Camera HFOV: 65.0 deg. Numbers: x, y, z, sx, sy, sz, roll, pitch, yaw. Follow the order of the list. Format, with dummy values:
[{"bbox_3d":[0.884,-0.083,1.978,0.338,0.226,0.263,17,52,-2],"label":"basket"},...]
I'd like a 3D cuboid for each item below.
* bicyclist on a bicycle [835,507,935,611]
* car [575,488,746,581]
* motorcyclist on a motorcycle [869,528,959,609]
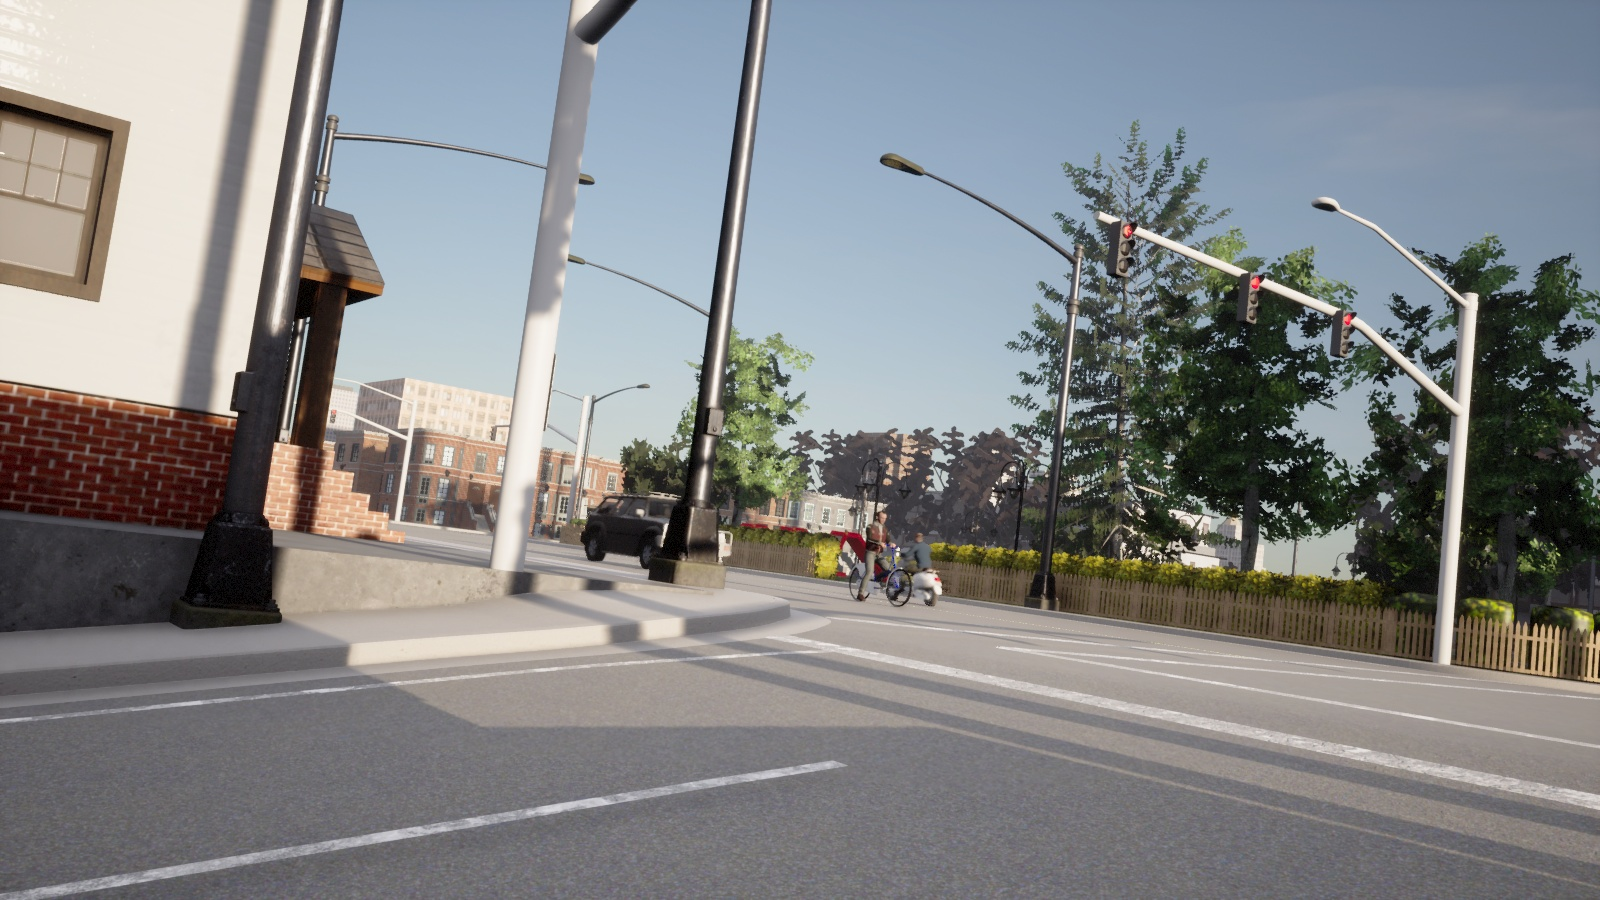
[{"bbox_3d":[1.567,2.015,23.498,0.659,1.776,1.843,10,-7,-35],"label":"bicyclist on a bicycle"},{"bbox_3d":[-3.488,2.007,30.630,1.932,1.855,4.605,10,-6,-35],"label":"car"},{"bbox_3d":[2.533,2.632,28.095,0.866,1.590,1.817,10,-6,-35],"label":"motorcyclist on a motorcycle"}]
